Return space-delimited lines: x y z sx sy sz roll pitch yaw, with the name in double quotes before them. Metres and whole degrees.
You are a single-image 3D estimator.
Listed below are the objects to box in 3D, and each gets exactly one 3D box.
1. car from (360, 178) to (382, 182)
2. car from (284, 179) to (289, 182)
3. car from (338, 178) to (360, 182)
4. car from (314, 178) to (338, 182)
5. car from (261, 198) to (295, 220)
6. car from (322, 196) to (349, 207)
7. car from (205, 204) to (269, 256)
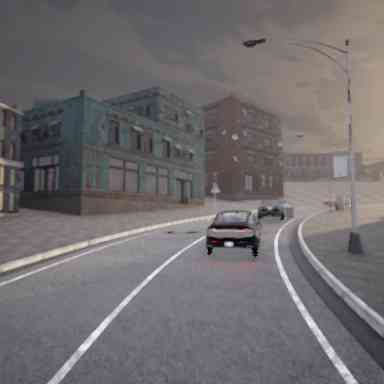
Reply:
"car" 44.454 -2.718 84.235 4.674 1.452 2.002 0 -5 -2
"car" 22.449 -2.811 83.816 4.553 1.767 2.185 0 -5 -1
"car" 38.909 -2.765 84.049 4.892 1.521 2.231 0 -5 -1
"car" 33.390 -2.747 83.962 4.892 1.521 2.231 0 -5 -1
"car" 6.817 1.245 26.751 2.097 1.767 4.553 -2 -1 28
"car" 21.188 1.333 49.209 5.008 1.535 1.882 0 -4 -36
"car" 1.784 1.471 13.176 2.128 1.511 4.902 -1 0 14
